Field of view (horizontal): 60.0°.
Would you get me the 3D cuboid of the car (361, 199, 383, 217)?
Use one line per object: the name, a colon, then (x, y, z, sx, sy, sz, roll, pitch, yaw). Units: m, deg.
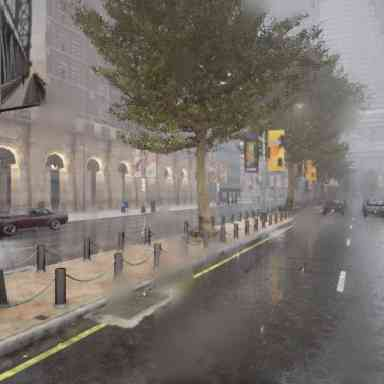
car: (16.967, 1.493, 30.915, 2.128, 1.511, 4.902, 0, 0, 27)

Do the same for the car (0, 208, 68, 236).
car: (-9.455, 1.595, 18.837, 1.895, 1.301, 4.718, 0, 0, 26)

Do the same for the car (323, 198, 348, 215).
car: (14.374, 1.507, 33.542, 1.837, 1.490, 4.892, 0, 0, 27)

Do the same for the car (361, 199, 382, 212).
car: (21.304, 1.550, 39.640, 2.033, 1.411, 5.357, 0, 0, 27)
